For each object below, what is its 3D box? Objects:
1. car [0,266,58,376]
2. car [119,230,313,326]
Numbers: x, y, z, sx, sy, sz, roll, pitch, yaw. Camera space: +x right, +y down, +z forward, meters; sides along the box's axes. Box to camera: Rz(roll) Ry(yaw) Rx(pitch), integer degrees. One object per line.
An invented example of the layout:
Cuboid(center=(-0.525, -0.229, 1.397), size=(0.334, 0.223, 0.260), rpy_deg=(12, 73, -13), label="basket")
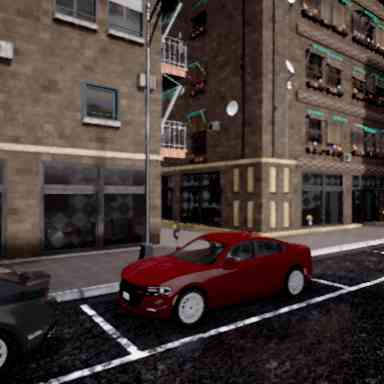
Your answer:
Cuboid(center=(-3.890, 1.548, 3.783), size=(4.403, 1.369, 2.008), rpy_deg=(0, 0, -36), label="car")
Cuboid(center=(0.697, 1.555, 7.058), size=(4.507, 1.381, 1.887), rpy_deg=(0, 0, -36), label="car")
